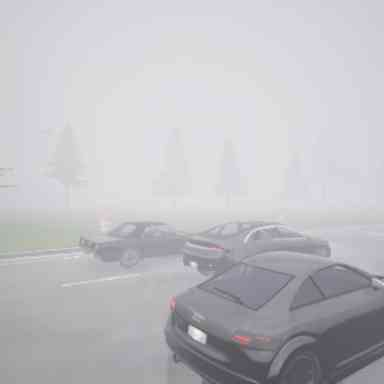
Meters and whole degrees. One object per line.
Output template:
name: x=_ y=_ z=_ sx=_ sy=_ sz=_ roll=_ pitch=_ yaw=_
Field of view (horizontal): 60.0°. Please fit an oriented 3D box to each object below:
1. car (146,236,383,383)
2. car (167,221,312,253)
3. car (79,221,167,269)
car: x=1.691 y=1.614 z=4.953 sx=4.181 sy=1.385 sz=1.994 roll=1 pitch=0 yaw=-35
car: x=2.011 y=1.576 z=9.480 sx=4.902 sy=1.511 sz=2.128 roll=1 pitch=0 yaw=-35
car: x=-1.251 y=1.668 z=11.452 sx=4.718 sy=1.301 sz=1.895 roll=1 pitch=0 yaw=-35
